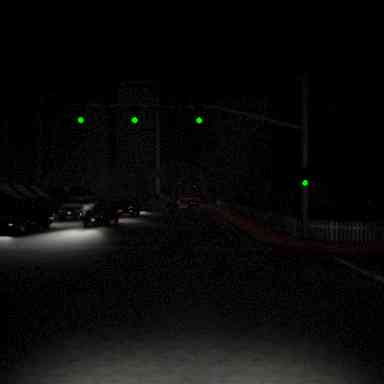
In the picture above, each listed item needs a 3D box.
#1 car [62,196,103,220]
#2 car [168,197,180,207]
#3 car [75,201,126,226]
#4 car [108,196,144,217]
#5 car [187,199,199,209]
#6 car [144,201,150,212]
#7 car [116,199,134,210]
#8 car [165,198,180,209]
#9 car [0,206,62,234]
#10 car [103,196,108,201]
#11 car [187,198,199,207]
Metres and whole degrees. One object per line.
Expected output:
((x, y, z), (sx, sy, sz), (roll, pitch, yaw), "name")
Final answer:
((-10.344, 1.444, 30.764), (2.150, 2.045, 5.566), (0, 0, 0), "car")
((-3.320, 1.841, 62.878), (2.097, 1.767, 4.553), (0, 0, 0), "car")
((-6.833, 1.678, 25.372), (2.128, 1.511, 4.902), (0, 0, 0), "car")
((-6.853, 1.484, 34.948), (2.150, 2.045, 5.566), (0, 0, 0), "car")
((0.201, 1.929, 53.696), (1.837, 1.490, 4.892), (0, 0, 0), "car")
((-6.864, 1.891, 45.304), (2.033, 1.411, 5.357), (0, 0, 0), "car")
((-10.346, 1.911, 51.490), (1.812, 1.442, 4.674), (0, 0, 0), "car")
((-3.300, 1.986, 54.313), (1.994, 1.385, 4.181), (0, 0, 0), "car")
((-10.391, 1.689, 20.577), (2.033, 1.411, 5.357), (0, 0, 2), "car")
((-10.359, 1.525, 41.131), (2.150, 2.045, 5.566), (0, 0, -1), "car")
((0.180, 1.989, 62.915), (2.128, 1.511, 4.902), (0, 0, 0), "car")
